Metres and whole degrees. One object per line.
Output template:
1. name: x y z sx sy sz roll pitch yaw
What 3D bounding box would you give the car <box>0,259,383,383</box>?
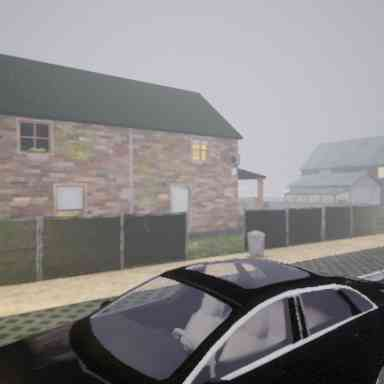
1. car: 0.248 1.501 3.121 4.902 1.511 2.128 0 0 -35
